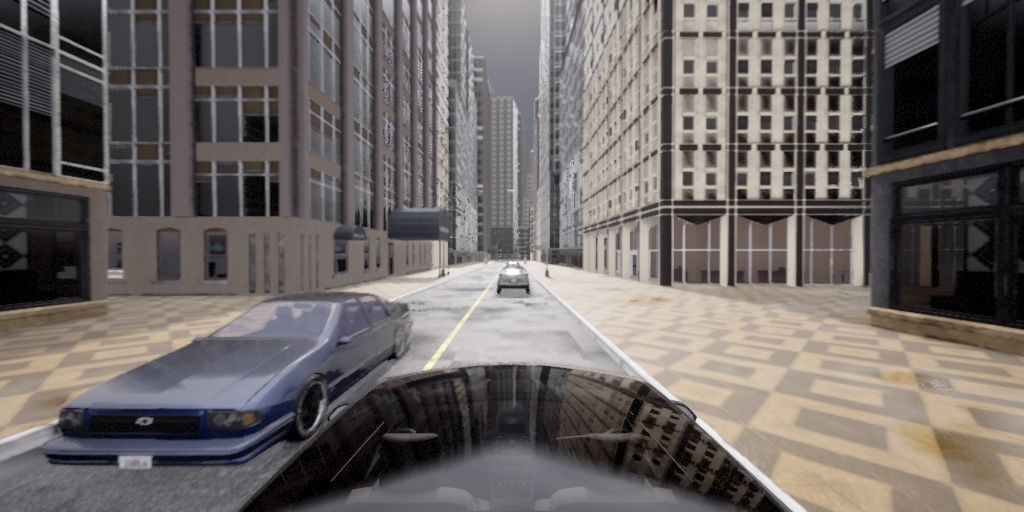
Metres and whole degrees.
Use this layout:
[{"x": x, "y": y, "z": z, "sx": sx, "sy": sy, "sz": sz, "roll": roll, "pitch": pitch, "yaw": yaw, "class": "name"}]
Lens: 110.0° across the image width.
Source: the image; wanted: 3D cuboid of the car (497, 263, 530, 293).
[{"x": 0.090, "y": 1.305, "z": 20.847, "sx": 2.033, "sy": 1.411, "sz": 5.357, "roll": 0, "pitch": 0, "yaw": 0, "class": "car"}]

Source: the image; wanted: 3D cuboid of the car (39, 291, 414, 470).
[{"x": -3.053, "y": 1.298, "z": 5.588, "sx": 2.033, "sy": 1.411, "sz": 5.357, "roll": 0, "pitch": 0, "yaw": 1, "class": "car"}]

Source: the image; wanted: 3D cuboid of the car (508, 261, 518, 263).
[{"x": 0.108, "y": 1.350, "z": 47.182, "sx": 1.994, "sy": 1.385, "sz": 4.181, "roll": 0, "pitch": 0, "yaw": 0, "class": "car"}]
